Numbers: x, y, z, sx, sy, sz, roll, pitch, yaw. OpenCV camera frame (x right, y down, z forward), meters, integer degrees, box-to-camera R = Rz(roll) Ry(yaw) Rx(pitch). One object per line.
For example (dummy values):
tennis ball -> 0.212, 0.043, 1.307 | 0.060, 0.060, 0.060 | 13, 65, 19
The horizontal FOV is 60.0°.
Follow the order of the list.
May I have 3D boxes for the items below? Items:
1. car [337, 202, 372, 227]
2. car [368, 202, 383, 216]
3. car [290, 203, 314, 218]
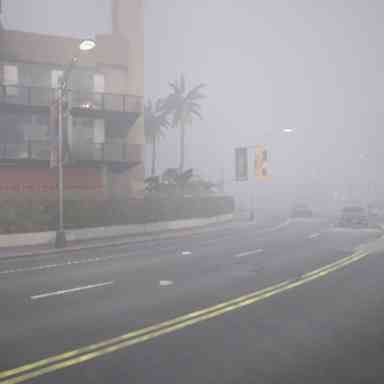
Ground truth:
car -> 12.120, 1.784, 25.101 | 1.837, 1.490, 4.892 | -1, -1, 23
car -> 18.697, 1.952, 34.340 | 1.895, 1.301, 4.718 | -1, -1, 10
car -> 11.824, 1.975, 36.008 | 1.837, 1.490, 4.892 | -1, -1, 9
